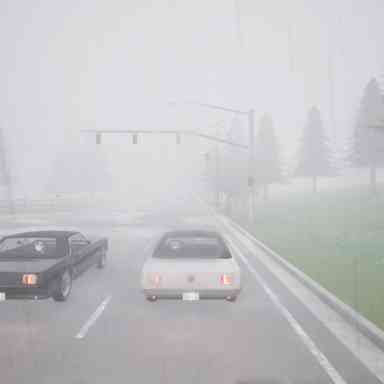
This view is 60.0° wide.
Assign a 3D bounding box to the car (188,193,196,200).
[{"bbox_3d":[-0.077,1.187,92.463,2.097,1.767,4.553,0,0,0],"label":"car"}]

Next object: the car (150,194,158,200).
[{"bbox_3d":[-10.577,1.357,92.484,1.812,1.442,4.674,0,0,0],"label":"car"}]

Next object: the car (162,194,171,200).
[{"bbox_3d":[-7.077,1.372,92.487,2.033,1.411,5.357,0,0,0],"label":"car"}]

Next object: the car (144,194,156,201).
[{"bbox_3d":[-10.569,1.588,82.511,1.895,1.301,4.718,0,0,0],"label":"car"}]

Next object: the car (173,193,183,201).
[{"bbox_3d":[-3.569,1.348,82.456,2.097,1.767,4.553,0,0,0],"label":"car"}]

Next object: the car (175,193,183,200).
[{"bbox_3d":[-3.577,1.187,92.460,2.097,1.767,4.553,0,0,0],"label":"car"}]

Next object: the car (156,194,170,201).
[{"bbox_3d":[-7.069,1.517,82.067,2.128,1.511,4.902,0,0,0],"label":"car"}]

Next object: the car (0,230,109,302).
[{"bbox_3d":[-3.494,1.601,8.233,1.895,1.301,4.718,0,0,0],"label":"car"}]

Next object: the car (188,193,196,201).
[{"bbox_3d":[-0.069,1.517,82.073,2.128,1.511,4.902,0,0,0],"label":"car"}]

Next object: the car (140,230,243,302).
[{"bbox_3d":[0.006,1.601,8.236,1.895,1.301,4.718,0,0,0],"label":"car"}]
